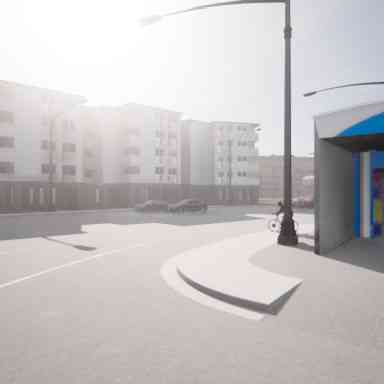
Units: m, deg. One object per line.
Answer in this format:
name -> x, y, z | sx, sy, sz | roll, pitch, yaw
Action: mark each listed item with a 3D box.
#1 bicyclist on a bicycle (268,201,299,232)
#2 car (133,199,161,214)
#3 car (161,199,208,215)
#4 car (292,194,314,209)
bicyclist on a bicycle -> 4.711, 1.307, 17.226 | 1.656, 1.620, 0.582 | 0, 0, 38
car -> -4.212, 1.550, 36.390 | 4.674, 1.442, 1.812 | 0, 0, -40
car -> -0.466, 1.525, 34.984 | 4.892, 1.490, 1.837 | 0, -1, -38
car -> 16.709, 1.329, 44.229 | 5.566, 2.045, 2.150 | 0, 0, -17
